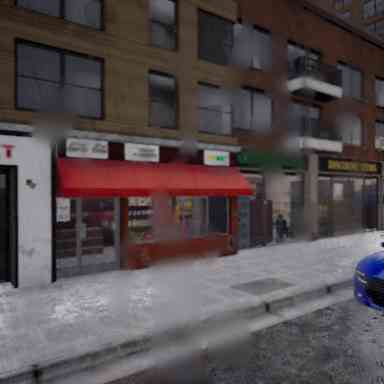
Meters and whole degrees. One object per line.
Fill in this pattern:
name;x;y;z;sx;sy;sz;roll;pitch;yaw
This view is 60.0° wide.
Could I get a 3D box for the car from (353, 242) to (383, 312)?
car;5.303;1.479;6.881;5.008;1.535;1.882;0;0;-36
